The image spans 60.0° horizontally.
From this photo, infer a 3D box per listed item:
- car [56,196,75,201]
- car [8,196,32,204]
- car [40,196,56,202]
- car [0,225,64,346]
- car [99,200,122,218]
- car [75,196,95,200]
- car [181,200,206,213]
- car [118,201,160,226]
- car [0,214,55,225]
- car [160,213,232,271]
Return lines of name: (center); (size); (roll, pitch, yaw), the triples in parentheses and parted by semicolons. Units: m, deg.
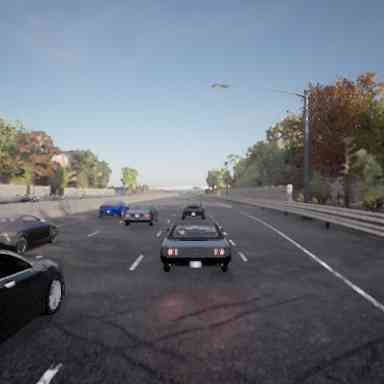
car: (-21.006, 1.436, 57.567); (2.128, 1.511, 4.902); (0, 0, 1)
car: (-28.011, 1.423, 54.241); (1.882, 1.535, 5.008); (0, 0, 1)
car: (-24.504, 1.448, 57.414); (1.837, 1.490, 4.892); (0, 0, 1)
car: (-3.401, 1.496, 4.590); (1.837, 1.490, 4.892); (0, 0, 0)
car: (-6.887, 1.435, 29.929); (1.882, 1.535, 5.008); (0, 0, 0)
car: (-17.516, 1.421, 56.269); (1.882, 1.535, 5.008); (0, 0, 1)
car: (0.112, 1.463, 28.433); (1.837, 1.490, 4.892); (0, 0, 0)
car: (-3.391, 1.512, 23.076); (2.033, 1.411, 5.357); (0, 0, 0)
car: (-6.894, 1.542, 13.069); (1.994, 1.385, 4.181); (0, 0, 0)
car: (0.105, 1.582, 10.851); (1.895, 1.301, 4.718); (0, 0, 0)
